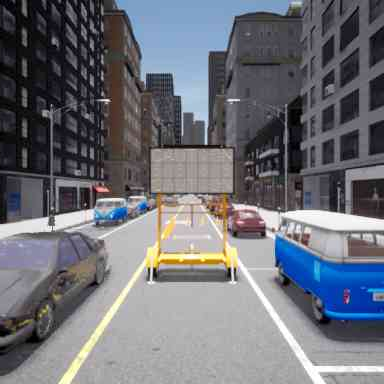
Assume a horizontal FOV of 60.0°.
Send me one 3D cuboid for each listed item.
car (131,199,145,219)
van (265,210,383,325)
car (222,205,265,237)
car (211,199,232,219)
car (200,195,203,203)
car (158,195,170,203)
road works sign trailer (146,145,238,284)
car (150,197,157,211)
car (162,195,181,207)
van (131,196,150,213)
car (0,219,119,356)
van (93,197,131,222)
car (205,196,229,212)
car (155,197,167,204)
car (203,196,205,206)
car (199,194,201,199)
[{"bbox_3d":[-5.668,1.549,28.859,2.008,1.369,4.403,0,0,0],"label":"car"},{"bbox_3d":[2.856,1.340,6.853,1.690,1.788,3.998,0,0,0],"label":"van"},{"bbox_3d":[2.857,1.580,17.856,1.802,1.307,4.206,0,0,0],"label":"car"},{"bbox_3d":[2.858,1.580,28.858,1.802,1.307,4.206,0,0,0],"label":"car"},{"bbox_3d":[2.858,1.555,56.365,2.008,1.369,4.403,0,0,0],"label":"car"},{"bbox_3d":[-5.667,1.449,67.369,1.967,1.590,4.097,0,0,0],"label":"car"},{"bbox_3d":[0.001,0.463,9.532,2.380,3.560,2.880,0,0,0],"label":"road works sign trailer"},{"bbox_3d":[-5.667,1.566,39.862,1.947,1.339,4.313,0,0,0],"label":"car"},{"bbox_3d":[-3.090,1.566,50.958,1.994,1.385,4.181,0,0,0],"label":"car"},{"bbox_3d":[-5.668,1.340,34.360,1.690,1.788,3.998,0,0,0],"label":"van"},{"bbox_3d":[-3.098,1.547,6.665,2.033,1.411,5.357,0,0,0],"label":"car"},{"bbox_3d":[-5.669,1.339,23.359,1.690,1.788,3.998,0,0,0],"label":"van"},{"bbox_3d":[2.857,1.314,34.360,2.192,1.841,5.009,0,0,0],"label":"car"},{"bbox_3d":[-5.667,1.588,61.867,1.802,1.307,4.206,0,0,0],"label":"car"},{"bbox_3d":[2.858,1.441,45.363,1.967,1.590,4.097,0,0,0],"label":"car"},{"bbox_3d":[2.859,1.575,67.368,1.947,1.339,4.313,0,0,0],"label":"car"}]
